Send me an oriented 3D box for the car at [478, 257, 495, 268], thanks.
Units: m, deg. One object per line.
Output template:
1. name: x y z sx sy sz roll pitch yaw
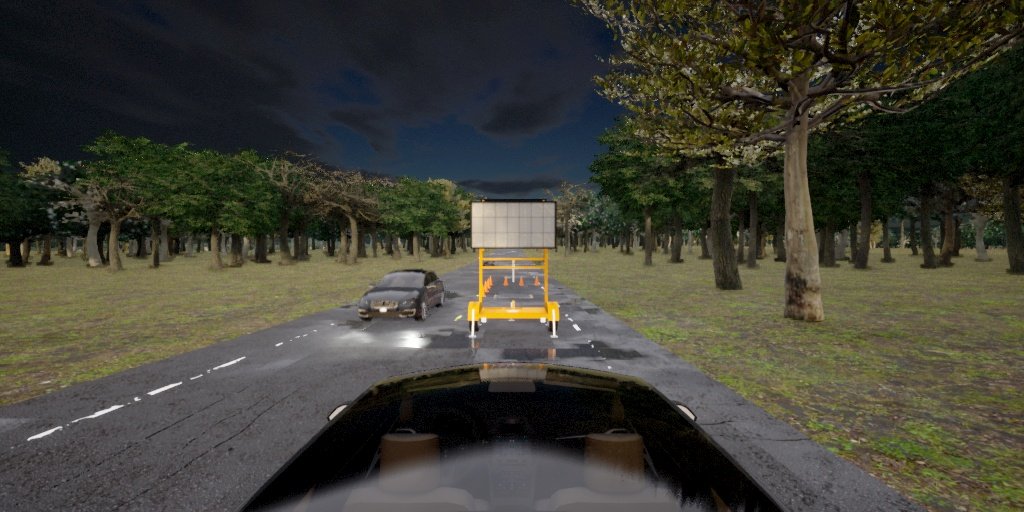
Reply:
1. car: -3.306 0.833 46.651 1.994 1.385 4.181 0 1 0

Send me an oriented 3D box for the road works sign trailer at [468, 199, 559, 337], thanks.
1. road works sign trailer: 0.042 0.198 10.177 2.380 3.560 2.880 0 0 0

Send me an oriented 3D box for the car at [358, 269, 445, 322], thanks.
1. car: -3.550 1.228 12.337 1.837 1.490 4.892 0 0 0
